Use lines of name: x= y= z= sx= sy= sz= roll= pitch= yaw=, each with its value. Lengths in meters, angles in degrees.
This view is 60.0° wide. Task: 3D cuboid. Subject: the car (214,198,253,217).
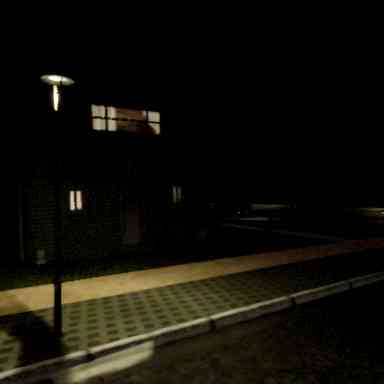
car: x=4.663 y=1.762 z=38.684 sx=2.150 sy=2.045 sz=5.566 roll=-3 pitch=1 yaw=-29
